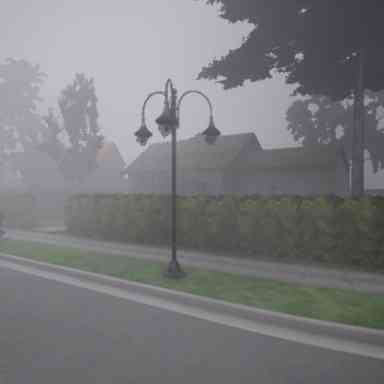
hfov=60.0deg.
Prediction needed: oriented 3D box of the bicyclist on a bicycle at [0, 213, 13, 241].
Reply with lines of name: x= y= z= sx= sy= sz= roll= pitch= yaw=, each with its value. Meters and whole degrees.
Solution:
bicyclist on a bicycle: x=-8.295 y=1.294 z=13.843 sx=0.582 sy=1.620 sz=1.656 roll=0 pitch=0 yaw=35
